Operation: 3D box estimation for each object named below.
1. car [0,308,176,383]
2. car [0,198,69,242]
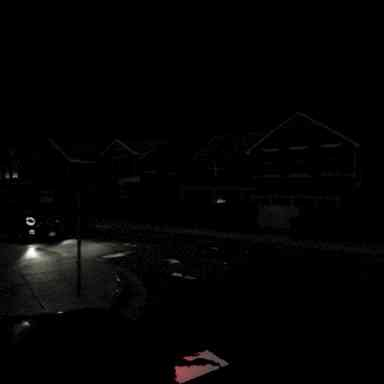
[{"bbox_3d":[-2.499,1.534,1.634,5.357,1.411,2.033,1,0,-40],"label":"car"},{"bbox_3d":[-7.766,1.179,15.452,4.553,1.767,2.097,1,0,35],"label":"car"}]
